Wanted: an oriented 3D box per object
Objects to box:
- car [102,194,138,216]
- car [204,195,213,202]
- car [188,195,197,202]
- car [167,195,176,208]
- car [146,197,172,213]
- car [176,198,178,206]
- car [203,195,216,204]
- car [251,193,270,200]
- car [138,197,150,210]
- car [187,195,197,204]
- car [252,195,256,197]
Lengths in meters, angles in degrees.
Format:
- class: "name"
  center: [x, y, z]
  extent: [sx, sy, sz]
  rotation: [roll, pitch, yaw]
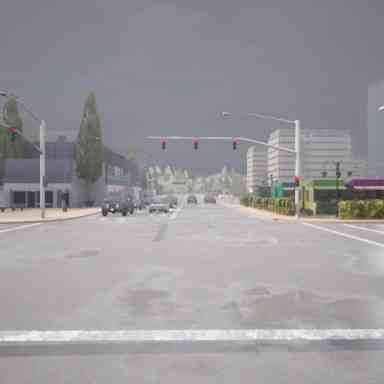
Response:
- class: "car"
  center: [-7.089, 1.213, 32.408]
  extent: [2.150, 2.045, 5.566]
  rotation: [0, 0, 1]
- class: "car"
  center: [3.555, 1.379, 73.893]
  extent: [1.812, 1.442, 4.674]
  rotation: [0, 0, 0]
- class: "car"
  center: [0.055, 1.354, 73.894]
  extent: [1.837, 1.490, 4.892]
  rotation: [0, 0, 0]
- class: "car"
  center: [-3.564, 1.493, 46.061]
  extent: [1.837, 1.490, 4.892]
  rotation: [0, 0, 0]
- class: "car"
  center: [-3.573, 1.592, 36.746]
  extent: [1.895, 1.301, 4.718]
  rotation: [0, 0, 0]
- class: "car"
  center: [-3.542, 1.338, 55.925]
  extent: [2.097, 1.767, 4.553]
  rotation: [0, 0, 0]
- class: "car"
  center: [3.547, 1.476, 63.618]
  extent: [2.128, 1.511, 4.902]
  rotation: [0, 0, 0]
- class: "car"
  center: [17.833, 1.132, 86.775]
  extent: [4.605, 1.855, 1.932]
  rotation: [0, 0, -1]
- class: "car"
  center: [-7.068, 1.481, 42.296]
  extent: [2.128, 1.511, 4.902]
  rotation: [0, 0, 0]
- class: "car"
  center: [0.047, 1.476, 63.620]
  extent: [2.128, 1.511, 4.902]
  rotation: [0, 0, 0]
- class: "car"
  center: [17.851, 1.135, 83.880]
  extent: [3.866, 1.878, 1.905]
  rotation: [0, 0, -1]
